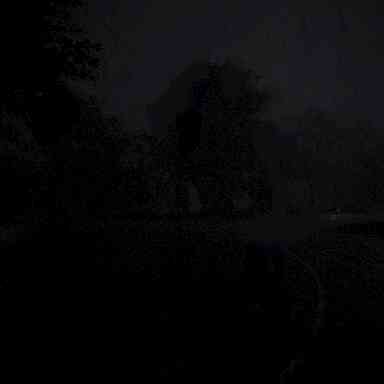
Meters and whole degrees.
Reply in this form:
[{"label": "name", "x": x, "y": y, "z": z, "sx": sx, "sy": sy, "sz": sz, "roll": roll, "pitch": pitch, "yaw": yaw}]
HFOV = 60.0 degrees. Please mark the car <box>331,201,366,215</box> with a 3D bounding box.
[{"label": "car", "x": 16.110, "y": 1.601, "z": 34.192, "sx": 4.181, "sy": 1.385, "sz": 1.994, "roll": -1, "pitch": -1, "yaw": -38}]
